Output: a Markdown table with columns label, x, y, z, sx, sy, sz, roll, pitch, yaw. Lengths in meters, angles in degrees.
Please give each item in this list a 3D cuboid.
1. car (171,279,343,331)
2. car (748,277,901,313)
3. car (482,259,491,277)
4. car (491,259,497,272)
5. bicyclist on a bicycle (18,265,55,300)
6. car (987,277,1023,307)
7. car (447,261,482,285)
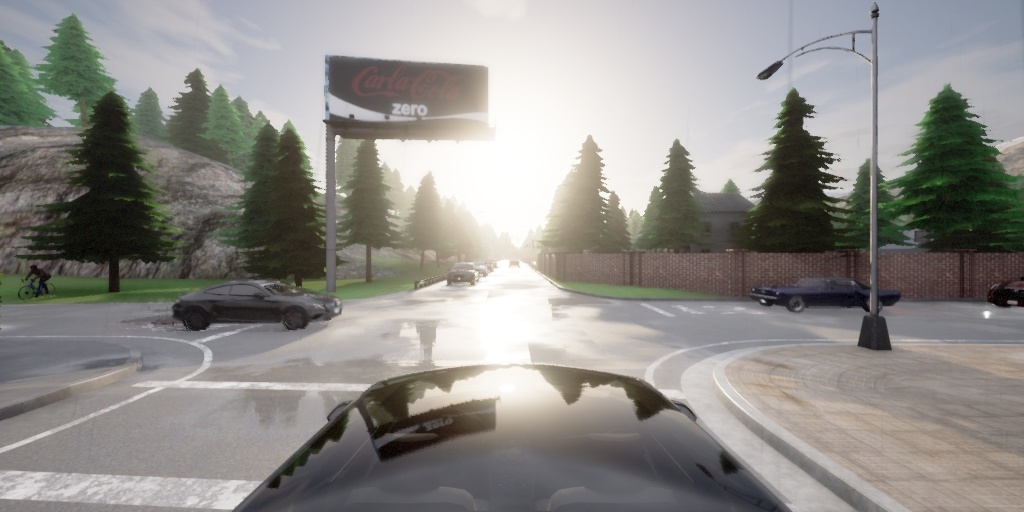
| label | x | y | z | sx | sy | sz | roll | pitch | yaw |
| --- | --- | --- | --- | --- | --- | --- | --- | --- | --- |
| car | -7.797 | 1.446 | 11.158 | 4.674 | 1.442 | 1.812 | 0 | 0 | 0 |
| car | 12.404 | 1.526 | 14.505 | 4.718 | 1.301 | 1.895 | 0 | 0 | 1 |
| car | -3.414 | 1.272 | 35.757 | 1.812 | 1.442 | 4.674 | 0 | 0 | 0 |
| car | -3.362 | 1.346 | 45.839 | 1.895 | 1.301 | 4.718 | 0 | 0 | 0 |
| bicyclist on a bicycle | -22.754 | 1.247 | 17.188 | 0.582 | 1.620 | 1.656 | 2 | 3 | -12 |
| car | 22.252 | 1.277 | 14.286 | 4.553 | 1.767 | 2.097 | 0 | 0 | 1 |
| car | -3.470 | 1.252 | 25.963 | 1.837 | 1.490 | 4.892 | 0 | 0 | 0 |
